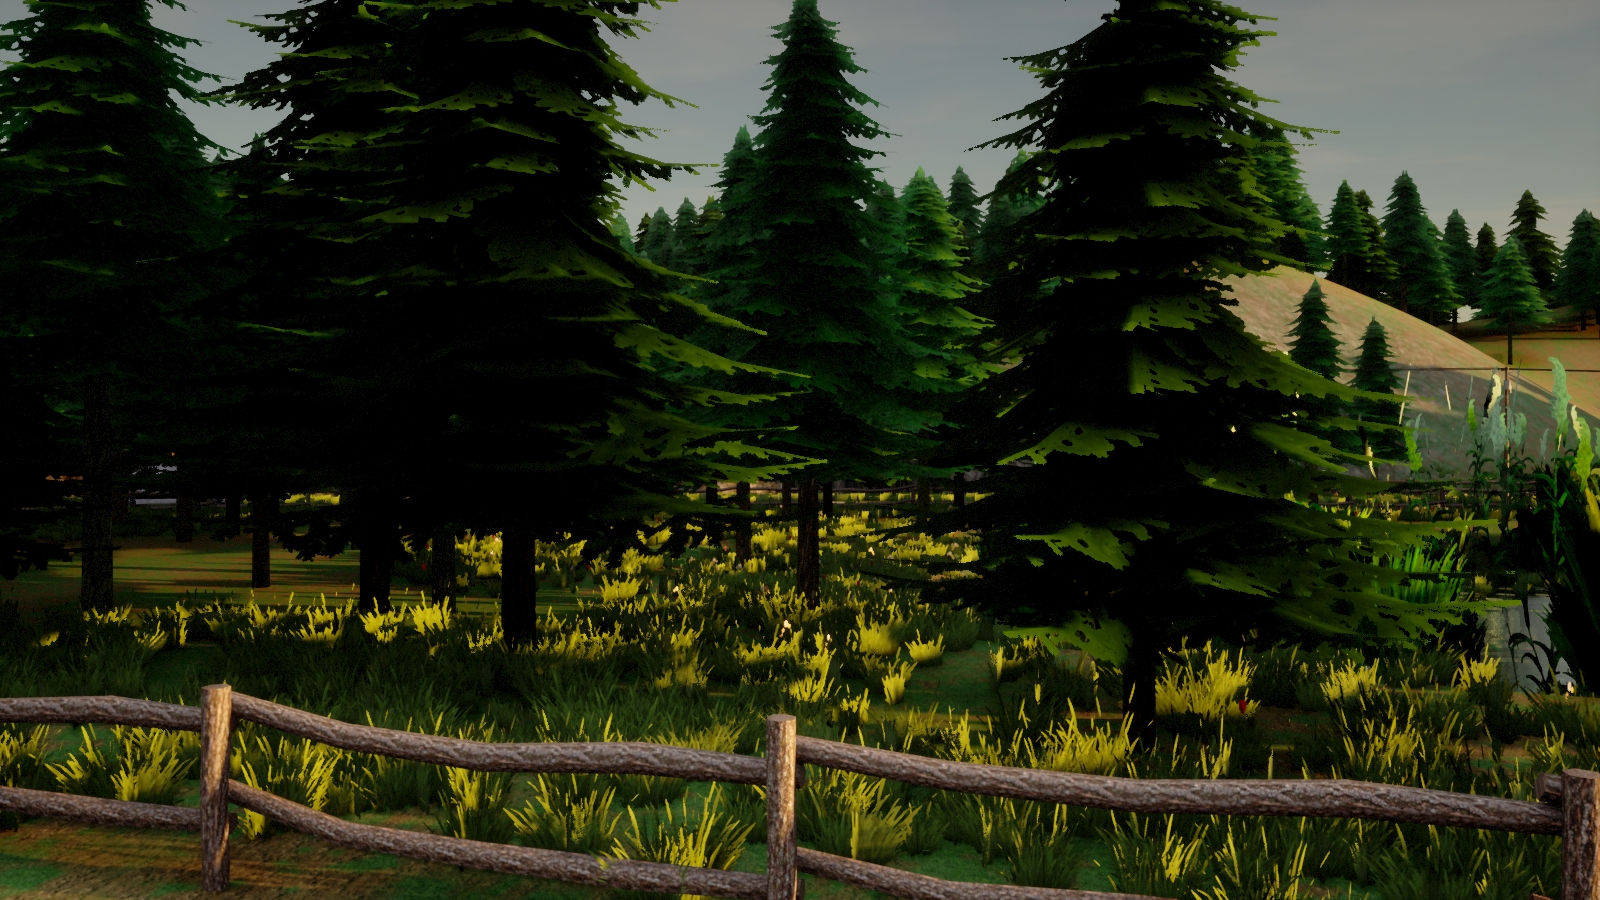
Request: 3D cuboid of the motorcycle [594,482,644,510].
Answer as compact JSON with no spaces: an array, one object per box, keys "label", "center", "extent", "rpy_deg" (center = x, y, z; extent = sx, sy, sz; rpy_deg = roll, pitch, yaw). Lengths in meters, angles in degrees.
[{"label":"motorcycle","center":[-8.563,2.178,54.110],"extent":[2.209,1.251,0.867],"rpy_deg":[0,0,14]}]
